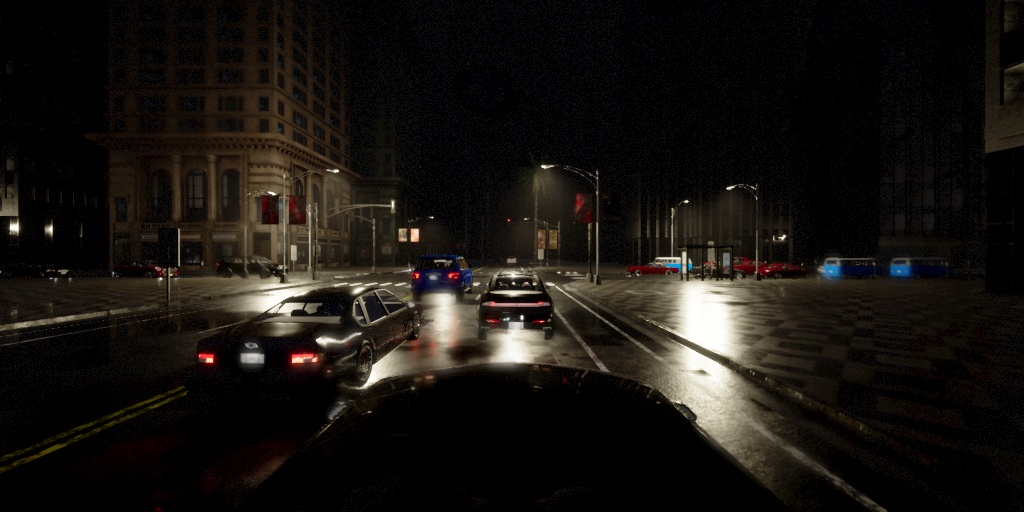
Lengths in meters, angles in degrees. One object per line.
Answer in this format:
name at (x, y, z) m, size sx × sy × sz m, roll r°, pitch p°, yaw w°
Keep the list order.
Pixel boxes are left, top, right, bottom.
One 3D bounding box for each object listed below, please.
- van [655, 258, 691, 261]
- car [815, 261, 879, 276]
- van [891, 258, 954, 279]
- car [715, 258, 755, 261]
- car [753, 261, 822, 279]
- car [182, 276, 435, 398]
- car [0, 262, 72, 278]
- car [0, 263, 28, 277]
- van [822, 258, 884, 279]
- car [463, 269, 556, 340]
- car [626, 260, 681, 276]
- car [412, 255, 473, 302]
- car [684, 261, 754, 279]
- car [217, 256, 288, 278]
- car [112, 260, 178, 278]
van at (17.045, 1.065, 38.334) m, size 3.998 × 1.789 × 1.690 m, roll 0°, pitch 0°, yaw 0°
car at (33.260, 1.248, 35.678) m, size 4.674 × 1.442 × 1.812 m, roll 0°, pitch 0°, yaw 1°
van at (34.087, 1.080, 29.825) m, size 3.998 × 1.789 × 1.690 m, roll 0°, pitch 0°, yaw 0°
car at (23.317, 1.205, 35.674) m, size 5.008 × 1.535 × 1.882 m, roll 0°, pitch 0°, yaw 0°
car at (22.732, 1.326, 29.814) m, size 4.207 × 1.307 × 1.802 m, roll 0°, pitch 0°, yaw 0°
car at (-3.150, 1.297, 6.879) m, size 2.033 × 1.411 × 5.357 m, roll 0°, pitch 0°, yaw 0°
car at (-43.163, 1.289, 32.581) m, size 4.902 × 1.511 × 2.128 m, roll 0°, pitch 0°, yaw 0°
car at (-51.988, 1.401, 35.806) m, size 4.718 × 1.301 × 1.895 m, roll 0°, pitch 0°, yaw 1°
van at (28.410, 1.082, 29.819) m, size 3.998 × 1.789 × 1.690 m, roll 0°, pitch 0°, yaw 0°
car at (0.086, 1.240, 9.949) m, size 2.128 × 1.511 × 4.902 m, roll 0°, pitch 0°, yaw 0°
car at (13.875, 1.335, 35.667) m, size 4.718 × 1.301 × 1.895 m, roll 0°, pitch 0°, yaw 2°
car at (-3.160, 0.972, 17.120) m, size 2.150 × 2.045 × 5.566 m, roll 0°, pitch 0°, yaw 0°
car at (17.054, 1.299, 29.809) m, size 4.403 × 1.370 × 2.007 m, roll 0°, pitch 0°, yaw 0°
car at (-23.461, 0.996, 32.485) m, size 5.566 × 2.045 × 2.150 m, roll 0°, pitch 0°, yaw 0°
car at (-33.180, 1.138, 32.533) m, size 4.553 × 1.767 × 2.097 m, roll 0°, pitch 0°, yaw 0°
